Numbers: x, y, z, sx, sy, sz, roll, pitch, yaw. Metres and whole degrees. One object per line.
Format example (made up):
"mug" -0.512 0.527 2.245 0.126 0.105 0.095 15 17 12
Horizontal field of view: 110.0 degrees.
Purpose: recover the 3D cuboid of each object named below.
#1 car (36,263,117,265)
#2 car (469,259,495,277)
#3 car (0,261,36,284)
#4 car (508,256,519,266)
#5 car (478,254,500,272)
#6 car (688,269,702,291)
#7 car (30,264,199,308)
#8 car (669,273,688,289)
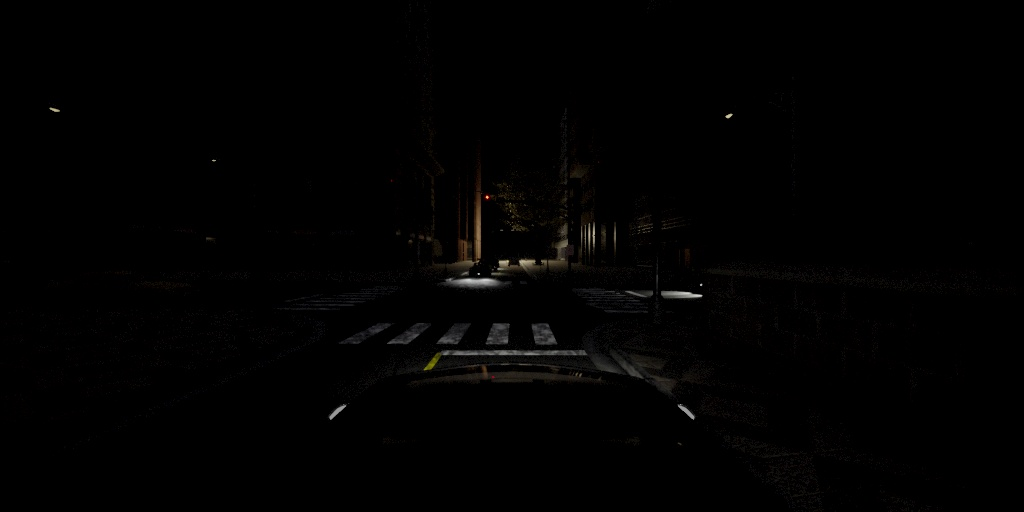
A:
"car" -26.227 1.065 22.443 4.313 1.339 1.948 0 0 1
"car" -2.968 1.275 34.364 1.895 1.301 4.718 0 0 0
"car" -31.844 0.974 22.498 4.507 1.381 1.888 0 0 1
"car" 0.339 0.998 61.287 1.812 1.442 4.674 0 1 0
"car" -2.930 0.831 44.178 2.150 2.045 5.566 0 0 -1
"car" 12.233 1.396 19.397 4.181 1.385 1.994 0 0 1
"car" -14.892 1.146 13.804 4.829 1.417 1.751 0 0 1
"car" 12.006 1.381 22.062 4.403 1.370 2.007 0 0 1
